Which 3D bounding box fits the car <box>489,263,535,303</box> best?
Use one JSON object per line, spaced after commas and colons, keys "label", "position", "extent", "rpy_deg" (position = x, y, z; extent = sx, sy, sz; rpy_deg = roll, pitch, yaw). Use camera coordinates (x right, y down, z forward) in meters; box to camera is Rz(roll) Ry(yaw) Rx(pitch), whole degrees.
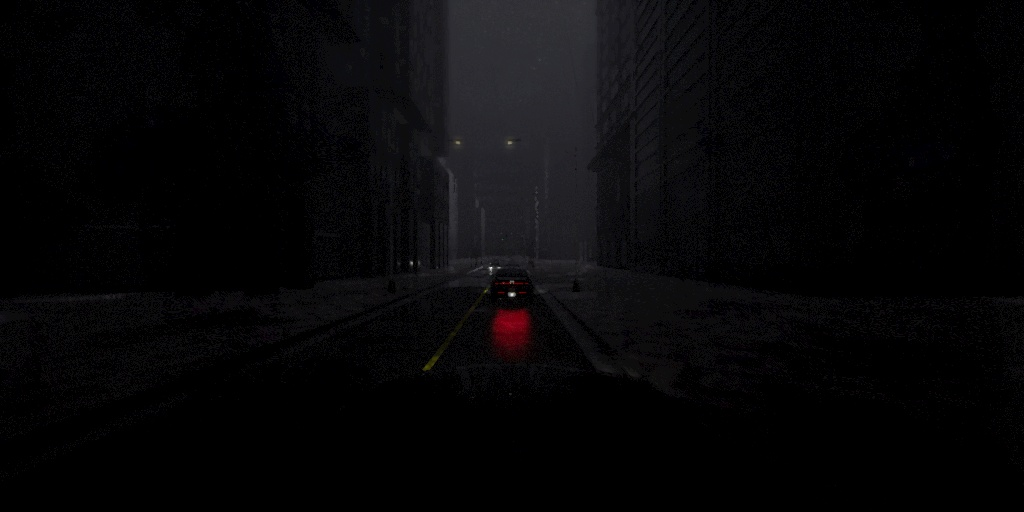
{"label": "car", "position": [0.000, 1.264, 16.500], "extent": [1.837, 1.490, 4.892], "rpy_deg": [0, 0, 0]}

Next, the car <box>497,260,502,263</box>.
{"label": "car", "position": [0.000, 1.311, 31.500], "extent": [2.033, 1.411, 5.357], "rpy_deg": [0, 0, 0]}
